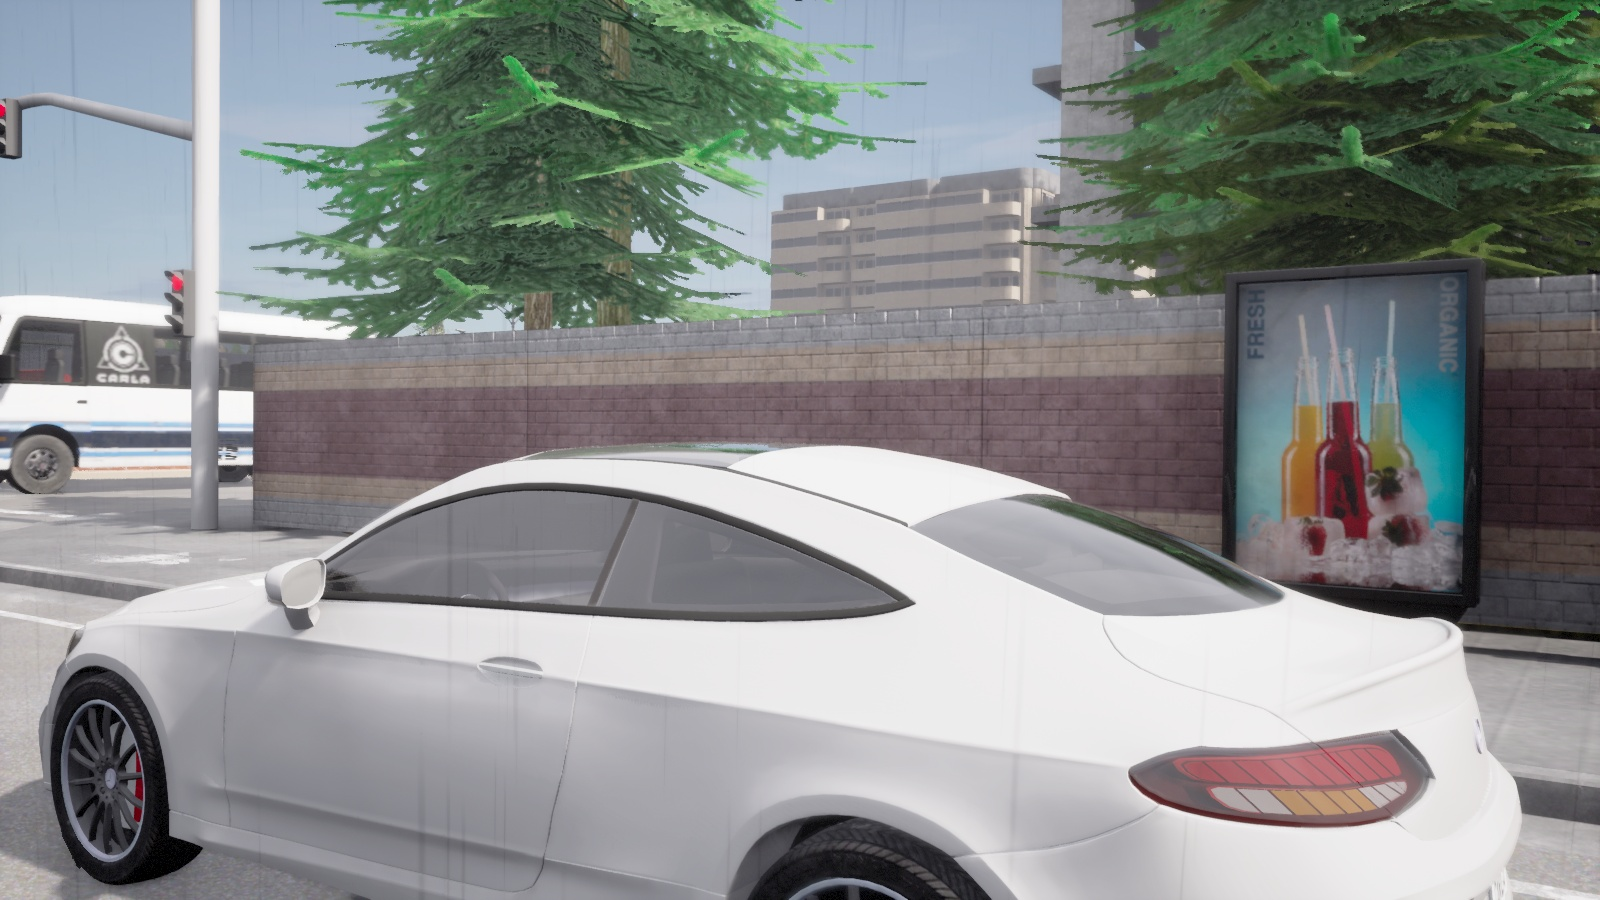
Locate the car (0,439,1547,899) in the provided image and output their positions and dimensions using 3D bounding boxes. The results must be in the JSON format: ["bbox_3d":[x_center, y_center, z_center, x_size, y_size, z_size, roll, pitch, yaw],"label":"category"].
[{"bbox_3d":[-0.437,0.708,3.913,4.674,1.442,1.812,0,1,33],"label":"car"}]

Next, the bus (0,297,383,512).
[{"bbox_3d":[-15.259,-0.961,29.206,3.944,4.253,10.273,0,1,33],"label":"bus"}]
